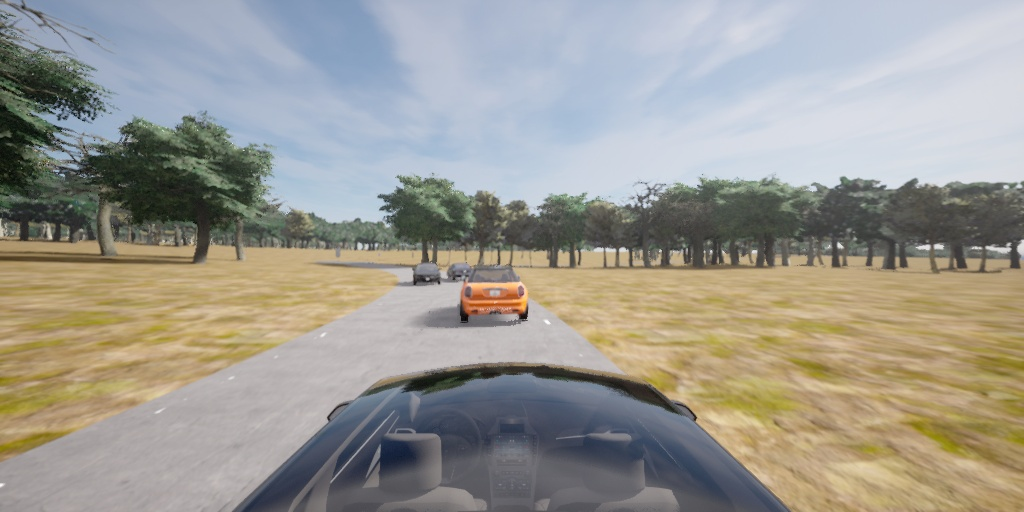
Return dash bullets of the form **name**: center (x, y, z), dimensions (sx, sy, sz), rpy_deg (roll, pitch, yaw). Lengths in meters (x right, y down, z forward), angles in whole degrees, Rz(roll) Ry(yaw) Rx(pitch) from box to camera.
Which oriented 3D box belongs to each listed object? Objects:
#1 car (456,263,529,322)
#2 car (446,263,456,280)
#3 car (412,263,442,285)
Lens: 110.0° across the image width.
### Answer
- **car**: center (-0.727, 1.100, 12.602), dimensions (2.097, 1.767, 4.553), rpy_deg (0, 0, -6)
- **car**: center (-4.532, 1.308, 31.255), dimensions (2.033, 1.411, 5.357), rpy_deg (-1, 1, -17)
- **car**: center (-6.278, 1.266, 26.420), dimensions (1.882, 1.535, 5.008), rpy_deg (0, 0, -15)
